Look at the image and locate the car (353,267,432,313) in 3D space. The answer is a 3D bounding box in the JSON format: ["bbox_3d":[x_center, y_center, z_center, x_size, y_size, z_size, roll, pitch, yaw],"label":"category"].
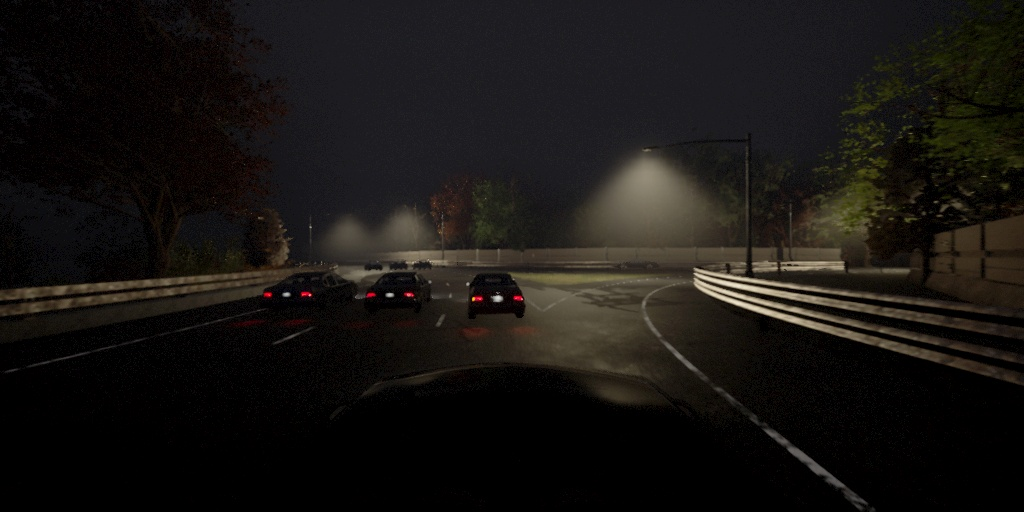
[{"bbox_3d":[-4.320,1.334,14.237,2.033,1.411,5.357,0,0,-7],"label":"car"}]

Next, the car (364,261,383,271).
[{"bbox_3d":[-19.938,1.452,51.663,2.033,1.411,5.357,0,0,-31],"label":"car"}]

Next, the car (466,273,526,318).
[{"bbox_3d":[-0.682,1.319,13.137,2.033,1.411,5.357,0,0,-6],"label":"car"}]

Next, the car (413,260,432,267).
[{"bbox_3d":[-13.796,1.379,55.020,2.128,1.511,4.902,0,0,-31],"label":"car"}]

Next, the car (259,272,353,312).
[{"bbox_3d":[-7.884,1.347,14.500,2.033,1.411,5.357,0,0,-7],"label":"car"}]

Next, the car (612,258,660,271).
[{"bbox_3d":[14.998,0.958,43.362,5.357,1.411,2.033,0,0,6],"label":"car"}]

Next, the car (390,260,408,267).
[{"bbox_3d":[-16.867,1.388,53.341,2.128,1.511,4.902,0,0,-31],"label":"car"}]
